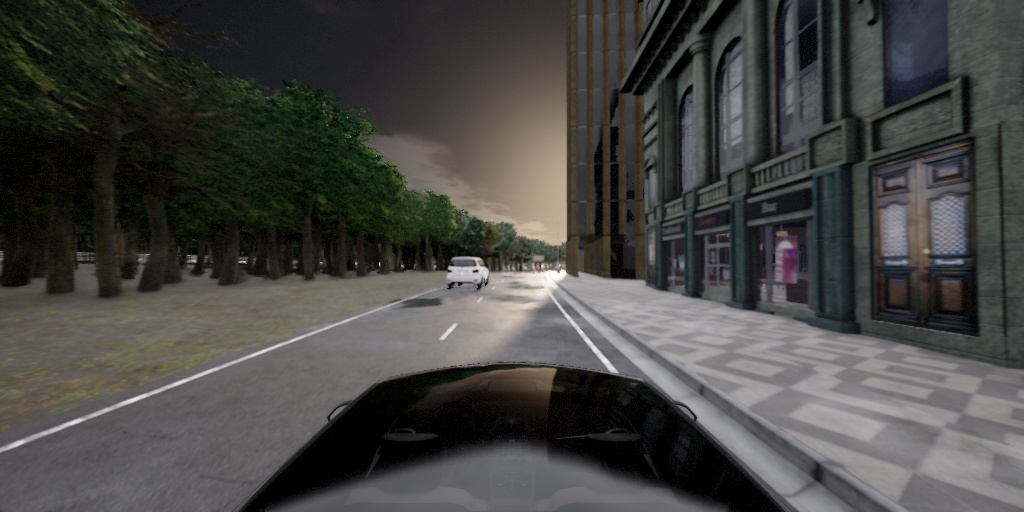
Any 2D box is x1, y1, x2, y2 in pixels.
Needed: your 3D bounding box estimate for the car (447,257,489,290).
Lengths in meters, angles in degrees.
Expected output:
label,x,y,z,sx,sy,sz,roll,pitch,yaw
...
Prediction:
label,x,y,z,sx,sy,sz,roll,pitch,yaw
car,-2.854,1.111,24.075,2.150,2.045,5.566,0,-1,3
